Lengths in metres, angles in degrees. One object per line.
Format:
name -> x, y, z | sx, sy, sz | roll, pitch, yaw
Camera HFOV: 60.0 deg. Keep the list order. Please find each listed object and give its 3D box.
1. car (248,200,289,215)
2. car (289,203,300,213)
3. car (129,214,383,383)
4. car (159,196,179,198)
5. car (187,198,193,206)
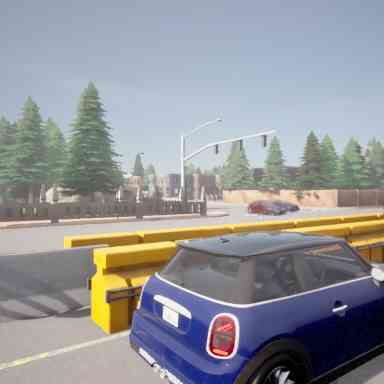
car -> 7.047, 1.525, 32.250 | 1.812, 1.442, 4.674 | 1, 0, -18
car -> 9.731, 1.564, 36.767 | 1.994, 1.385, 4.181 | 0, 0, -39
car -> 1.502, 1.352, 4.797 | 4.553, 1.767, 2.097 | 0, 0, -35
car -> -3.880, 1.506, 49.558 | 1.837, 1.490, 4.892 | 0, 0, -35
car -> -1.668, 1.477, 52.502 | 1.882, 1.535, 5.008 | 0, 0, -35
